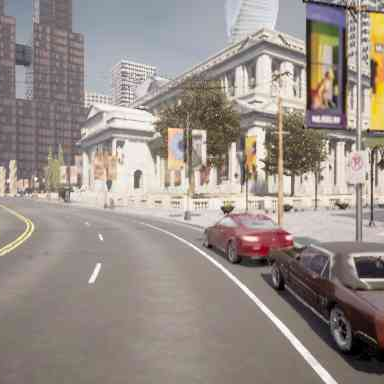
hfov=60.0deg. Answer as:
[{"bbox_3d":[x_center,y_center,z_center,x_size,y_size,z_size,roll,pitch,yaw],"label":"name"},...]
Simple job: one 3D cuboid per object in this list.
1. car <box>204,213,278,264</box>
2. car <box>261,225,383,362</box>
[{"bbox_3d":[1.784,1.466,11.528,2.002,1.452,4.674,0,0,-13],"label":"car"},{"bbox_3d":[2.822,1.540,5.892,1.895,1.301,4.718,0,0,-3],"label":"car"}]
